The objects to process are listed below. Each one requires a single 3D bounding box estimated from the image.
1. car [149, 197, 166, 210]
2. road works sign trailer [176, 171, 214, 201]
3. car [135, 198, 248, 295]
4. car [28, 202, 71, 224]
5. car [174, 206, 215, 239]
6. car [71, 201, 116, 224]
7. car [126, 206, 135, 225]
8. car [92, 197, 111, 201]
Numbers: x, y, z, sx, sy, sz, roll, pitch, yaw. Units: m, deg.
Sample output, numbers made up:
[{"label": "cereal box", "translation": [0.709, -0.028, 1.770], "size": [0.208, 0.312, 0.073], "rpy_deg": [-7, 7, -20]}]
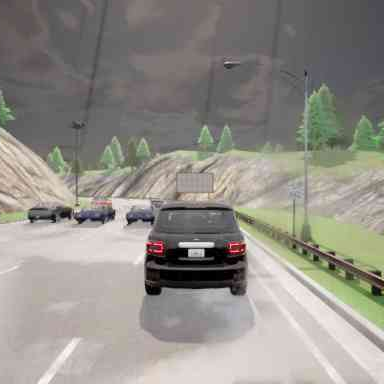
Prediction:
[{"label": "car", "translation": [-4.479, 1.487, 42.820], "size": [2.128, 1.511, 4.902], "rpy_deg": [0, 0, -7]}, {"label": "road works sign trailer", "translation": [0.189, 0.464, 21.555], "size": [2.380, 3.560, 2.880], "rpy_deg": [0, 0, 0]}, {"label": "car", "translation": [0.088, 1.221, 8.833], "size": [2.150, 2.045, 5.566], "rpy_deg": [0, 0, 0]}, {"label": "car", "translation": [-10.438, 1.492, 24.953], "size": [2.128, 1.511, 4.902], "rpy_deg": [0, 0, 0]}, {"label": "car", "translation": [0.114, 1.558, 18.059], "size": [1.994, 1.385, 4.181], "rpy_deg": [0, 0, 0]}, {"label": "car", "translation": [-6.937, 1.600, 24.438], "size": [1.895, 1.301, 4.718], "rpy_deg": [0, 0, 0]}, {"label": "car", "translation": [-3.435, 1.600, 24.044], "size": [1.895, 1.301, 4.718], "rpy_deg": [0, 0, 0]}, {"label": "car", "translation": [-11.441, 1.351, 42.176], "size": [2.097, 1.767, 4.553], "rpy_deg": [0, 0, -5]}]
